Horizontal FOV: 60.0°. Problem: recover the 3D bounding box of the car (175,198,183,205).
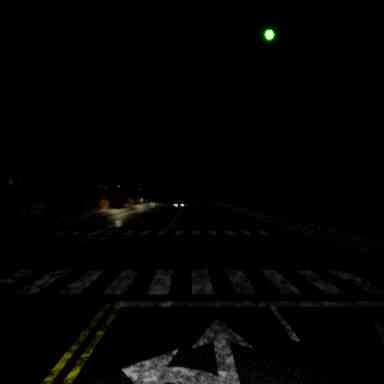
[{"bbox_3d":[-3.214,2.283,83.132,2.097,1.767,4.553,0,-1,0],"label":"car"}]
